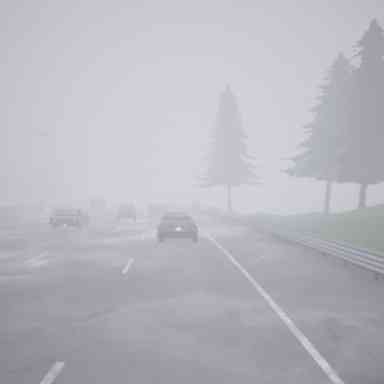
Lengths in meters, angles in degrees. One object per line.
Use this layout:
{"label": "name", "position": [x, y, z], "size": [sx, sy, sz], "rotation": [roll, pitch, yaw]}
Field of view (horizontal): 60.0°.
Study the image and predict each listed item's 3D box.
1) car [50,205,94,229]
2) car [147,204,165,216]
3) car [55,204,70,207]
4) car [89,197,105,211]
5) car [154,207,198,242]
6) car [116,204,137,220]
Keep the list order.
{"label": "car", "position": [-8.520, 1.869, 23.648], "size": [1.895, 1.301, 4.718], "rotation": [0, -1, -8]}
{"label": "car", "position": [-4.019, 1.967, 38.100], "size": [1.895, 1.301, 4.718], "rotation": [0, -1, -13]}
{"label": "car", "position": [-14.886, 2.044, 38.531], "size": [1.895, 1.301, 4.718], "rotation": [0, -1, -14]}
{"label": "car", "position": [-14.220, 1.762, 49.894], "size": [2.150, 2.045, 5.566], "rotation": [0, -1, -18]}
{"label": "car", "position": [-0.829, 1.727, 17.624], "size": [1.994, 1.385, 4.181], "rotation": [0, 0, -5]}
{"label": "car", "position": [-6.271, 1.873, 31.750], "size": [2.033, 1.411, 5.357], "rotation": [0, -1, -11]}
